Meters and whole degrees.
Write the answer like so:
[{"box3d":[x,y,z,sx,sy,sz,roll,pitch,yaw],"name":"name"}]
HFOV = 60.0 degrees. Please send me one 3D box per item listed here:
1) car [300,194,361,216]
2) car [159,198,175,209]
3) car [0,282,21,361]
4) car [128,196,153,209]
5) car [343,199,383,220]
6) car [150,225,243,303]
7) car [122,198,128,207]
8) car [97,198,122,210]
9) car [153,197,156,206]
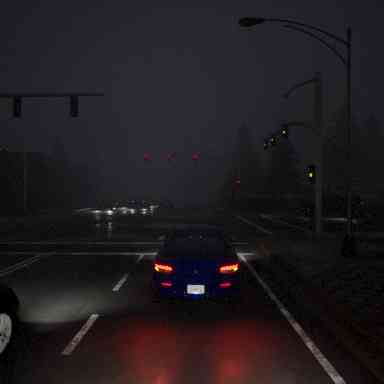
[{"box3d":[13.055,1.222,31.104,5.566,2.045,2.150,0,0,0],"name":"car"},{"box3d":[-3.470,1.564,46.612,1.994,1.385,4.181,0,0,0],"name":"car"},{"box3d":[-3.442,1.505,2.947,1.837,1.490,4.892,0,0,0],"name":"car"},{"box3d":[-7.159,1.352,46.346,2.097,1.767,4.553,0,0,0],"name":"car"},{"box3d":[15.878,1.547,27.606,5.357,1.411,2.033,0,0,0],"name":"car"},{"box3d":[0.129,1.526,8.082,1.812,1.442,4.674,0,0,2],"name":"car"},{"box3d":[-10.659,1.601,51.384,1.895,1.301,4.718,0,0,0],"name":"car"},{"box3d":[-10.654,1.526,42.285,1.812,1.442,4.674,0,0,0],"name":"car"},{"box3d":[-7.148,1.505,55.487,1.837,1.490,4.892,0,0,0],"name":"car"}]
